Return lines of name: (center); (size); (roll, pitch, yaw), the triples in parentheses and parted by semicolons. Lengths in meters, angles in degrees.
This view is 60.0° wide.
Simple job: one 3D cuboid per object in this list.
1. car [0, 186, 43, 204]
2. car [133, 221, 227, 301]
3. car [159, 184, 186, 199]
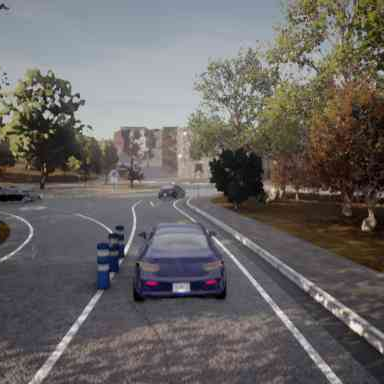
car: (-16.025, 0.238, 29.864); (4.902, 1.511, 2.128); (0, 4, -4)
car: (-0.331, 1.420, 8.004); (1.812, 1.442, 4.674); (0, 1, -4)
car: (-2.052, -0.080, 34.904); (1.812, 1.442, 4.674); (1, 4, 15)
